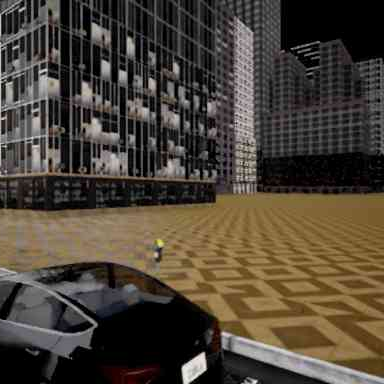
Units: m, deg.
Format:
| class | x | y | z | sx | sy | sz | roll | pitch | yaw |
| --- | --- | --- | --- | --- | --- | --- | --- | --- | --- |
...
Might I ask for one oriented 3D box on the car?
| class | x | y | z | sx | sy | sz | roll | pitch | yaw |
| --- | --- | --- | --- | --- | --- | --- | --- | --- | --- |
| car | -1.670 | 1.540 | 4.079 | 4.313 | 1.339 | 1.947 | 1 | 0 | 36 |
